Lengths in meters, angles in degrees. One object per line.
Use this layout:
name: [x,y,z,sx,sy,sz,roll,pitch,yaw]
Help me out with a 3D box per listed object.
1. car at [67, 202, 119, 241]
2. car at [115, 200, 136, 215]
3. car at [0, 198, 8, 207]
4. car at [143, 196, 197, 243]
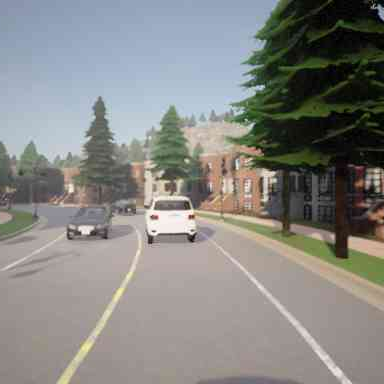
car: [-5.033,1.492,16.888,2.128,1.511,4.902,0,0,-10]
car: [-7.082,1.518,33.806,1.812,1.442,4.674,0,0,-28]
car: [-30.640,1.532,51.581,4.902,1.511,2.128,0,0,27]
car: [-1.170,1.212,16.369,2.150,2.045,5.566,0,0,-9]
